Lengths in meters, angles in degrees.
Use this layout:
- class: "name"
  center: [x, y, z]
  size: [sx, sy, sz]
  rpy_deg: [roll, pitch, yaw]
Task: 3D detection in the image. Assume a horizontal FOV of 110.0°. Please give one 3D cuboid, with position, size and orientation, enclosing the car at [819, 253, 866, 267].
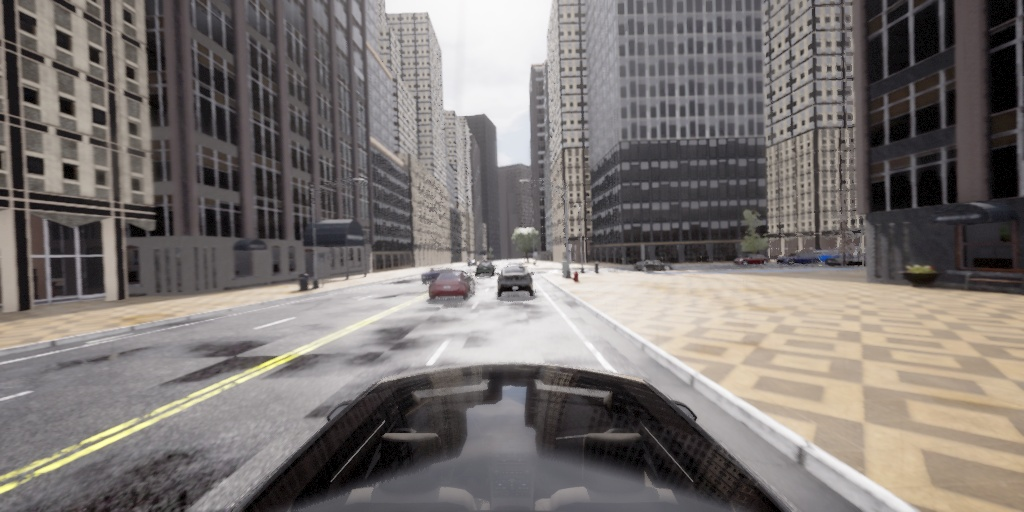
- class: "car"
  center: [38.651, 0.606, 41.312]
  size: [4.313, 1.339, 1.948]
  rpy_deg: [0, 0, -1]

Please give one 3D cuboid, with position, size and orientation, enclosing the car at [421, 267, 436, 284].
- class: "car"
  center: [-6.402, 1.608, 30.879]
  size: [1.895, 1.301, 4.718]
  rpy_deg: [-2, 0, 1]

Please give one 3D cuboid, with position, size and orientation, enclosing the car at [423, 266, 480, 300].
- class: "car"
  center: [-3.066, 1.442, 18.980]
  size: [1.994, 1.385, 4.181]
  rpy_deg: [-2, 0, 0]

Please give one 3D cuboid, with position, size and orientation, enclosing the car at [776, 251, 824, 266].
- class: "car"
  center: [37.344, 0.338, 47.019]
  size: [4.553, 1.767, 2.097]
  rpy_deg: [-1, 1, 0]

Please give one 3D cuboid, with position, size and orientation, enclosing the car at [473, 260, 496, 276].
- class: "car"
  center: [-2.985, 1.354, 41.801]
  size: [2.097, 1.767, 4.553]
  rpy_deg: [-1, 1, 0]

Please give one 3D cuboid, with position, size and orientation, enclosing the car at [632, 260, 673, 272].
- class: "car"
  center: [16.090, 1.111, 40.975]
  size: [4.403, 1.370, 2.007]
  rpy_deg: [0, 0, -1]

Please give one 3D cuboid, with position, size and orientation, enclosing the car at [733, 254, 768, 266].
- class: "car"
  center: [32.939, 0.489, 49.640]
  size: [4.097, 1.591, 1.967]
  rpy_deg: [0, 0, -1]

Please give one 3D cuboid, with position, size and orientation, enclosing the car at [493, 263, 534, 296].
- class: "car"
  center: [0.173, 1.279, 19.603]
  size: [1.837, 1.490, 4.892]
  rpy_deg: [-2, 0, 0]
